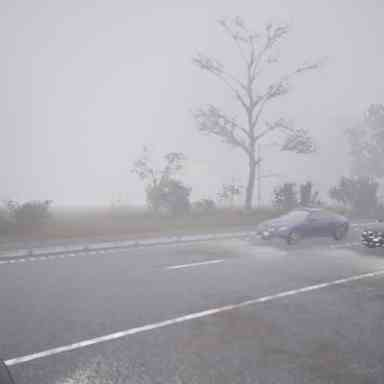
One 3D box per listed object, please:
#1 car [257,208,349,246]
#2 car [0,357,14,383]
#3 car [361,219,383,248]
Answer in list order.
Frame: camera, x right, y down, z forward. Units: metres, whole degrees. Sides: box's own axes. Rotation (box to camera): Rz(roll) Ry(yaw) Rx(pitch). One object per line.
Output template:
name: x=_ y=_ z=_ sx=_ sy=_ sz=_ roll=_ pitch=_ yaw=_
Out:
car: x=5.151 y=1.480 z=15.130 sx=4.674 sy=1.442 sz=1.812 roll=0 pitch=0 yaw=-29
car: x=-2.991 y=1.554 z=1.456 sx=4.181 sy=1.385 sz=1.994 roll=0 pitch=0 yaw=-36
car: x=8.819 y=1.472 z=13.146 sx=4.892 sy=1.490 sz=1.837 roll=0 pitch=0 yaw=-27
